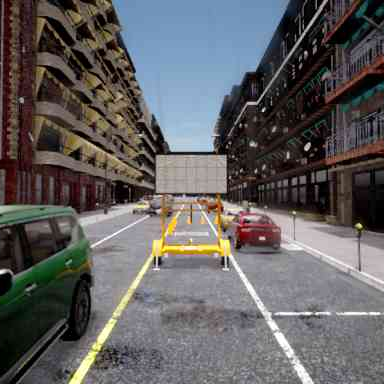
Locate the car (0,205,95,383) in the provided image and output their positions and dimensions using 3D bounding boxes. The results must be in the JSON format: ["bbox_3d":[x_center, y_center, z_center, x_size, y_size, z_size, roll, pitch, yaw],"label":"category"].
[{"bbox_3d":[-2.754,1.225,3.616,2.150,2.045,5.566,0,0,0],"label":"car"}]

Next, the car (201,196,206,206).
[{"bbox_3d":[2.498,1.629,41.996,2.008,1.369,4.403,1,0,0],"label":"car"}]

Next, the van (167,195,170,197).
[{"bbox_3d":[-5.412,1.474,58.633,1.690,1.788,3.998,1,0,0],"label":"van"}]

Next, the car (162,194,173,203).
[{"bbox_3d":[-5.445,1.518,75.224,2.192,1.841,5.009,1,0,0],"label":"car"}]

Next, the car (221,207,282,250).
[{"bbox_3d":[2.557,1.561,14.342,1.887,1.381,4.507,1,0,0],"label":"car"}]

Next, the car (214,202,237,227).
[{"bbox_3d":[2.545,1.551,20.044,1.752,1.417,4.829,1,0,0],"label":"car"}]

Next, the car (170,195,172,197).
[{"bbox_3d":[-5.434,1.494,69.694,2.192,1.841,5.009,1,0,0],"label":"car"}]

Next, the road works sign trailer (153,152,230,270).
[{"bbox_3d":[-0.022,0.475,11.003,2.380,3.560,2.880,0,0,0],"label":"road works sign trailer"}]

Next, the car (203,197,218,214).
[{"bbox_3d":[2.510,1.609,36.464,1.887,1.381,4.507,1,0,0],"label":"car"}]

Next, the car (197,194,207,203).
[{"bbox_3d":[2.389,1.543,80.712,2.192,1.841,5.009,1,0,0],"label":"car"}]

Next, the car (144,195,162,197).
[{"bbox_3d":[-5.375,1.394,42.043,2.192,1.841,5.009,2,0,0],"label":"car"}]

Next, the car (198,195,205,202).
[{"bbox_3d":[2.464,1.678,58.588,1.887,1.381,4.507,1,0,0],"label":"car"}]

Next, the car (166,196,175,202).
[{"bbox_3d":[-5.475,1.822,86.285,1.947,1.339,4.313,1,0,0],"label":"car"}]

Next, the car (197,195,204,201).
[{"bbox_3d":[2.362,1.726,91.774,1.967,1.590,4.097,1,0,0],"label":"car"}]

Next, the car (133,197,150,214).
[{"bbox_3d":[-5.369,1.589,36.341,1.752,1.417,4.829,2,0,0],"label":"car"}]

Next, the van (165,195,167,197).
[{"bbox_3d":[-5.399,1.454,53.101,1.690,1.788,3.998,2,0,0],"label":"van"}]

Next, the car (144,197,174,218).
[{"bbox_3d":[-2.813,1.541,30.642,2.128,1.511,4.902,0,0,0],"label":"car"}]
